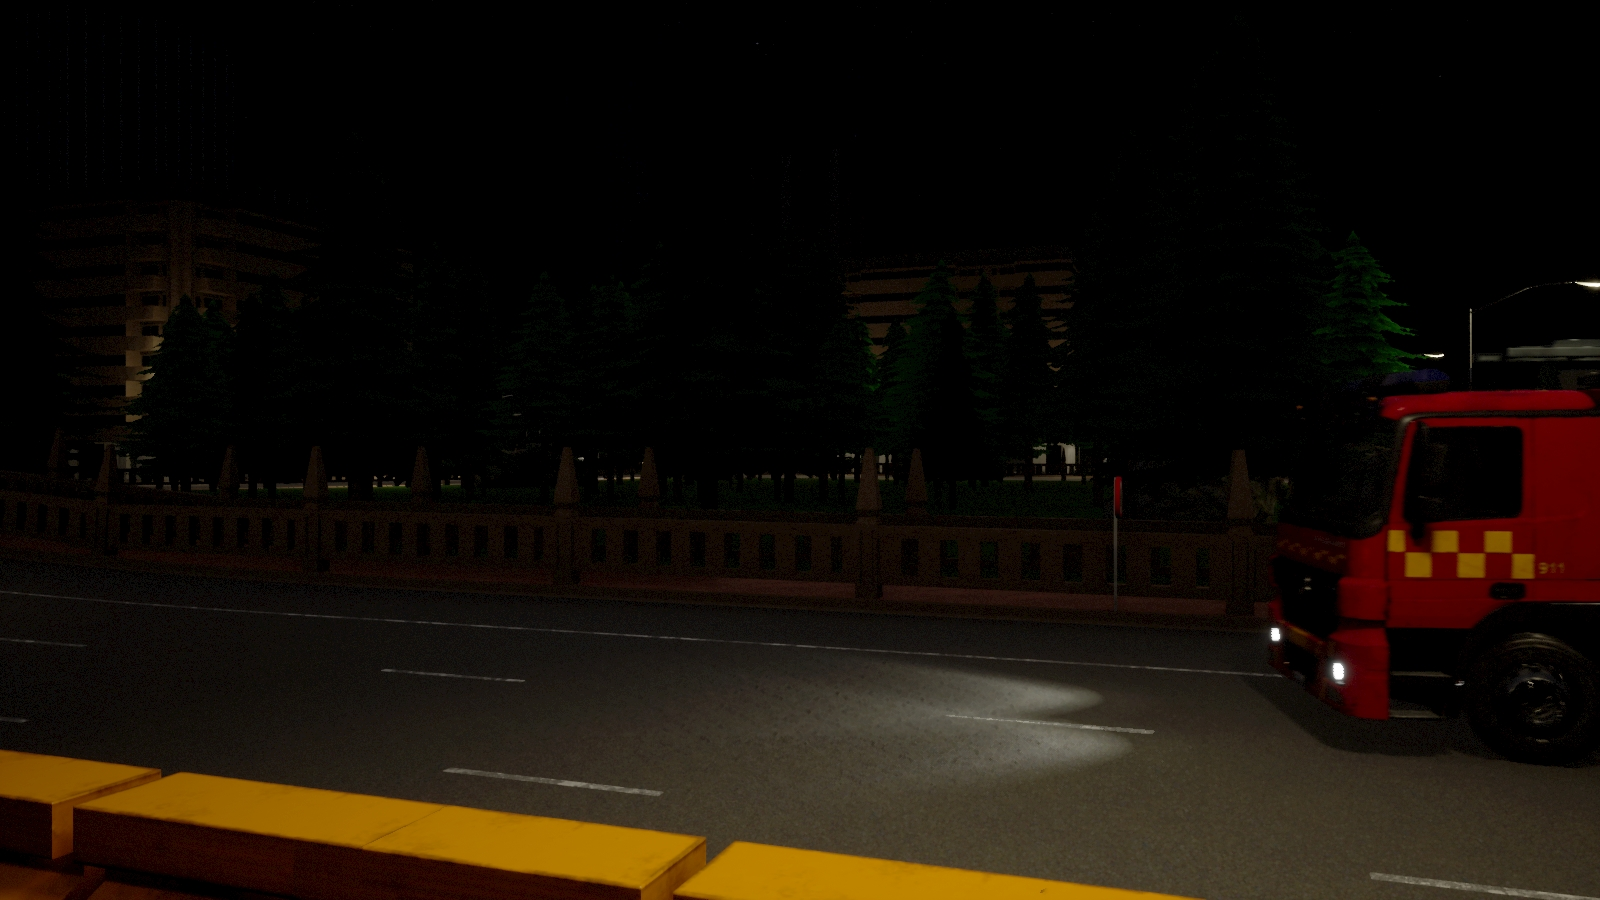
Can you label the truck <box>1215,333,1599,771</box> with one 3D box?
[{"bbox_3d":[8.793,0.890,11.201,8.468,3.827,2.891,0,0,8],"label":"truck"}]
